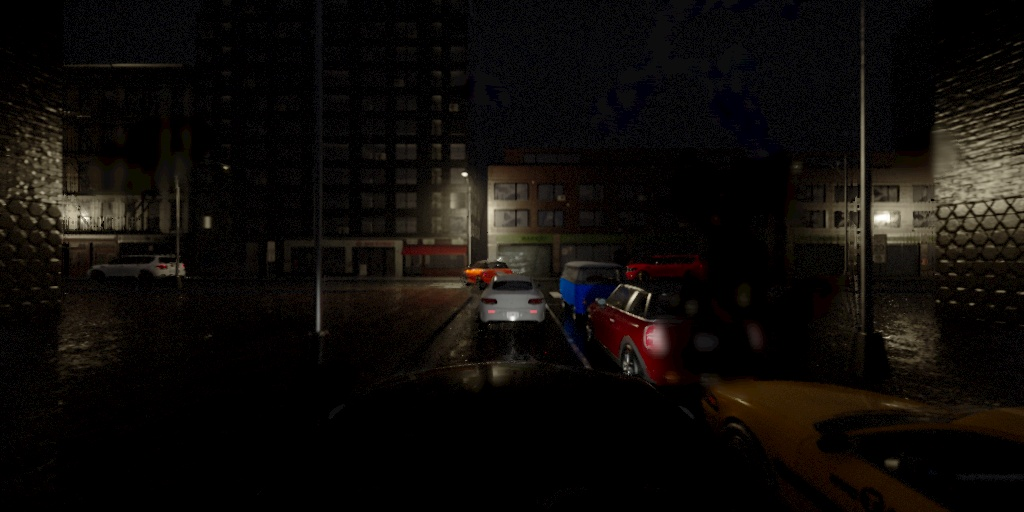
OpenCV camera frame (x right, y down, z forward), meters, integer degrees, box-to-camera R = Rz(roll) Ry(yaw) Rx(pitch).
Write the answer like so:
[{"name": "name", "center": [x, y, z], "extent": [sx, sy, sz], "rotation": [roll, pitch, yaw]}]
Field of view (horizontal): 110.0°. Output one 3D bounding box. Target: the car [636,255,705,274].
[{"name": "car", "center": [10.748, 0.939, 25.655], "extent": [5.566, 2.045, 2.150], "rotation": [0, 0, 0]}]

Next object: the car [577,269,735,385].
[{"name": "car", "center": [2.638, 1.187, 6.781], "extent": [1.967, 1.591, 4.097], "rotation": [0, 0, 0]}]

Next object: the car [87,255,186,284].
[{"name": "car", "center": [-26.786, 0.926, 25.719], "extent": [5.566, 2.045, 2.150], "rotation": [0, 0, 0]}]

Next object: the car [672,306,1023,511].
[{"name": "car", "center": [2.638, 1.275, 1.477], "extent": [1.751, 1.417, 4.829], "rotation": [0, 0, 0]}]

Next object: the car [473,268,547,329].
[{"name": "car", "center": [0.010, 1.270, 11.096], "extent": [1.812, 1.442, 4.674], "rotation": [0, 0, 0]}]

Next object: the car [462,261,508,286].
[{"name": "car", "center": [-1.585, 1.066, 22.314], "extent": [2.097, 1.767, 4.553], "rotation": [0, 0, -22]}]

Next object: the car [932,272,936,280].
[{"name": "car", "center": [33.589, 1.253, 25.610], "extent": [5.357, 1.411, 2.033], "rotation": [0, 0, 0]}]

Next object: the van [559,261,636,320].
[{"name": "van", "center": [2.638, 1.084, 12.256], "extent": [1.690, 1.789, 3.998], "rotation": [0, 0, 0]}]
